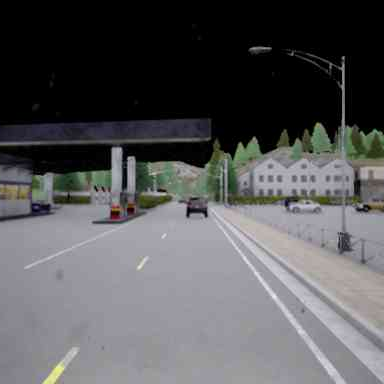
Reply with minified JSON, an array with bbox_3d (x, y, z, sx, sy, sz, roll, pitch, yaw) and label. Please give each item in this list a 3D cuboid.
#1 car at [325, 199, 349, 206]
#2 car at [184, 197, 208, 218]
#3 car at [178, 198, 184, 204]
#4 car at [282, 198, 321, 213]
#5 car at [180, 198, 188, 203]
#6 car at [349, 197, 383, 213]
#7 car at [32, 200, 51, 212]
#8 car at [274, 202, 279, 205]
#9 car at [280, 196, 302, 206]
[{"bbox_3d":[28.963,1.999,65.157,5.357,1.411,2.033,0,-1,1],"label":"car"},{"bbox_3d":[0.520,1.556,34.806,2.150,2.045,5.566,0,-1,0],"label":"car"},{"bbox_3d":[-2.475,2.337,83.529,2.033,1.411,5.357,0,-1,1],"label":"car"},{"bbox_3d":[13.161,1.750,39.350,3.806,1.475,1.970,0,-1,0],"label":"car"},{"bbox_3d":[-2.345,2.436,93.917,2.033,1.411,5.357,0,-1,1],"label":"car"},{"bbox_3d":[21.641,1.495,39.336,4.605,1.855,1.932,0,-1,0],"label":"car"},{"bbox_3d":[-20.202,1.878,43.438,2.242,1.667,4.611,0,-1,0],"label":"car"},{"bbox_3d":[18.314,2.012,65.255,4.181,1.385,1.994,0,-1,1],"label":"car"},{"bbox_3d":[13.794,1.499,42.673,3.866,1.878,1.905,0,-1,0],"label":"car"}]
